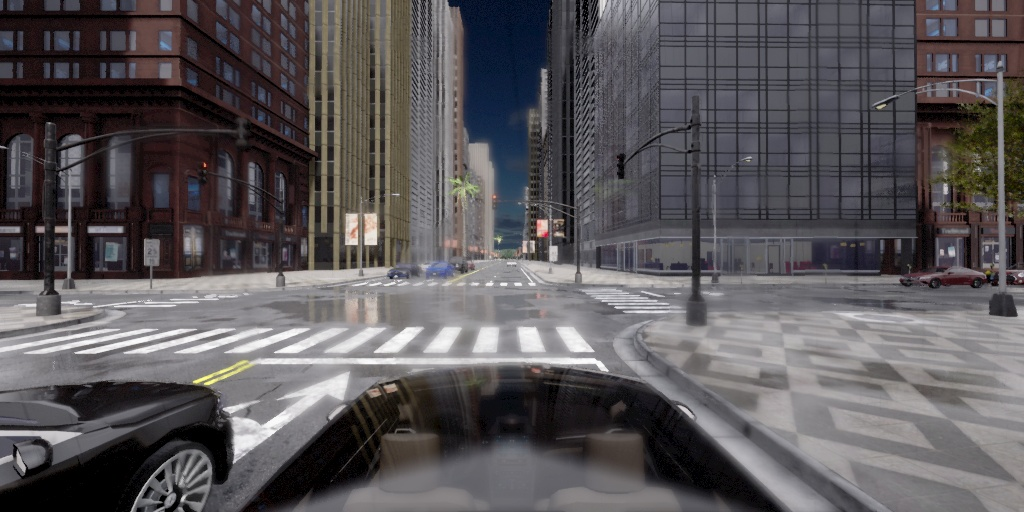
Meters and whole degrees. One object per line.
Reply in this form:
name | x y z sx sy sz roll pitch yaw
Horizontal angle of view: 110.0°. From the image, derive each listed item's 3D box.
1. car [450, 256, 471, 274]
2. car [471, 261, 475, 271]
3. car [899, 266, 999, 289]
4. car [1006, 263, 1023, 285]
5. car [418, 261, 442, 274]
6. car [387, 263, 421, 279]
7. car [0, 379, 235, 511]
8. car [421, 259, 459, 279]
car | -6.660 1.067 43.666 2.150 2.045 5.566 0 0 0
car | -6.658 1.411 53.956 1.812 1.442 4.674 0 0 0
car | 26.434 1.276 22.006 4.207 1.307 1.802 0 0 -1
car | 32.072 1.118 22.102 4.097 1.591 1.967 0 0 -1
car | -9.914 1.371 43.715 1.812 1.442 4.674 0 0 0
car | -9.864 1.361 33.528 2.033 1.411 5.357 0 0 3
car | -3.138 1.241 0.918 2.128 1.511 4.902 0 0 -1
car | -6.644 1.291 33.558 1.882 1.535 5.008 0 0 2
